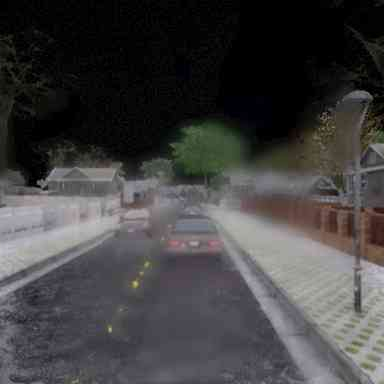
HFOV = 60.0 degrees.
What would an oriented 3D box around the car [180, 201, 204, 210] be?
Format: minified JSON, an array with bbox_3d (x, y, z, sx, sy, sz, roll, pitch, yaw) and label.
[{"bbox_3d":[0.099,1.759,28.787,1.994,1.385,4.181,0,-1,0],"label":"car"}]

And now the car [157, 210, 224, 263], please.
[{"bbox_3d":[0.095,1.612,12.257,2.033,1.411,5.357,0,0,0],"label":"car"}]

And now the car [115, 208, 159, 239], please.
[{"bbox_3d":[-2.844,1.632,18.013,1.812,1.442,4.674,0,0,0],"label":"car"}]

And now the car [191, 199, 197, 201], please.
[{"bbox_3d":[0.022,2.653,87.406,2.033,1.411,5.357,0,-1,0],"label":"car"}]
